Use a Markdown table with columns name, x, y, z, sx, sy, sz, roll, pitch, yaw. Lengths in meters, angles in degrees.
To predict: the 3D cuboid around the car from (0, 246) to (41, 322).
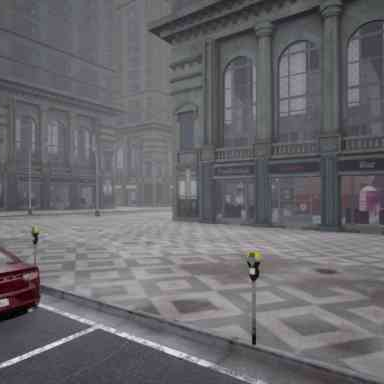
| name | x | y | z | sx | sy | sz | roll | pitch | yaw |
| --- | --- | --- | --- | --- | --- | --- | --- | --- | --- |
| car | -4.689 | 1.545 | 6.299 | 4.507 | 1.381 | 1.887 | 0 | 0 | 35 |
